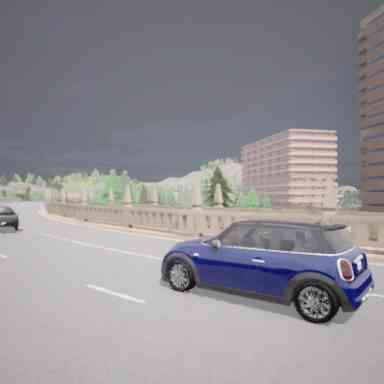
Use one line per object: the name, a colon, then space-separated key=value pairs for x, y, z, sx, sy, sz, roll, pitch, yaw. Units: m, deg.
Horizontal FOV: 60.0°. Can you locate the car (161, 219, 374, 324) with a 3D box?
car: x=1.445 y=1.396 z=7.507 sx=4.553 sy=1.767 sz=2.097 roll=0 pitch=0 yaw=37

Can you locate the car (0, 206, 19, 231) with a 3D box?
car: x=-12.333 y=1.615 z=20.948 sx=2.128 sy=1.511 sz=4.902 roll=0 pitch=0 yaw=-40
